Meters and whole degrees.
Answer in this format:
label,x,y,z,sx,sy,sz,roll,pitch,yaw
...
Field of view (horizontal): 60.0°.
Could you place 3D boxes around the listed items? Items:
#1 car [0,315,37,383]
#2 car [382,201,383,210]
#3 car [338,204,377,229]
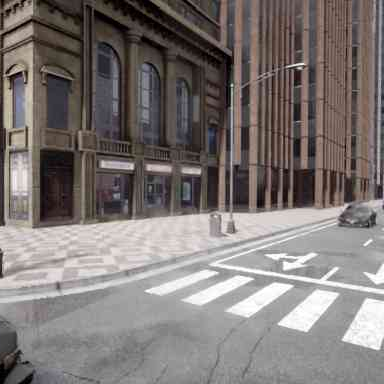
label,x,y,z,sx,sy,sz,roll,pitch,yaw
car,-3.636,1.524,1.507,2.033,1.411,5.357,1,0,35
car,26.010,1.593,43.228,1.882,1.535,5.008,1,0,35
car,11.206,1.595,22.394,1.837,1.490,4.892,1,1,35
